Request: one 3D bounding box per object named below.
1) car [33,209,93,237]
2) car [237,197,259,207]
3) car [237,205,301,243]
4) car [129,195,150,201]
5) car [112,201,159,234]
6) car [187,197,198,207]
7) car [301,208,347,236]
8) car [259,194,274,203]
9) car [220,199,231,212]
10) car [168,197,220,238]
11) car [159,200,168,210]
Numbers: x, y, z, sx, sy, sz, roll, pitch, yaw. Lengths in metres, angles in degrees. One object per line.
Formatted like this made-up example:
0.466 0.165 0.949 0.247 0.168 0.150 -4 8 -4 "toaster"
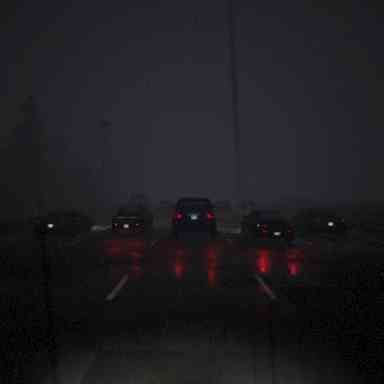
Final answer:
-6.901 1.616 18.233 1.994 1.385 4.181 0 0 0 "car"
7.097 1.632 43.797 1.837 1.490 4.892 0 0 0 "car"
3.601 1.573 16.360 1.812 1.442 4.674 0 0 0 "car"
-6.907 1.348 43.985 2.150 2.045 5.566 0 0 0 "car"
-3.404 1.548 19.667 2.128 1.511 4.902 0 0 0 "car"
0.096 1.687 56.426 1.812 1.442 4.674 0 0 0 "car"
7.097 1.619 19.018 1.994 1.385 4.181 0 0 0 "car"
15.912 1.422 72.431 3.866 1.878 1.905 0 0 0 "car"
3.595 1.607 39.948 2.128 1.511 4.902 0 0 0 "car"
0.099 1.275 18.199 2.150 2.045 5.566 0 0 0 "car"
-3.405 1.691 44.240 1.994 1.385 4.181 0 0 0 "car"
